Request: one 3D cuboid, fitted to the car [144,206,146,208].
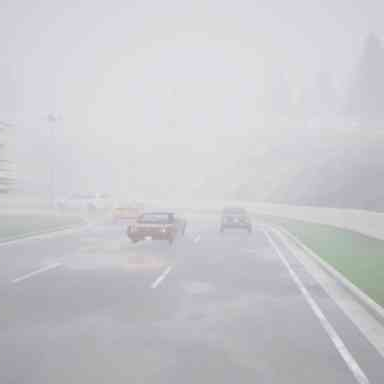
[{"bbox_3d":[-7.892,1.493,37.297,5.357,1.411,2.033,1,0,21],"label":"car"}]

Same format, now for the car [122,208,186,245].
[{"bbox_3d":[-1.467,1.598,15.760,1.895,1.301,4.718,1,0,8],"label":"car"}]

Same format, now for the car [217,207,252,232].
[{"bbox_3d":[2.555,1.593,20.316,2.033,1.411,5.357,1,0,4],"label":"car"}]

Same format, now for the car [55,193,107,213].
[{"bbox_3d":[-11.434,1.126,34.757,5.566,2.045,2.150,1,-1,12],"label":"car"}]

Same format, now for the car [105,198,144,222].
[{"bbox_3d":[-5.371,1.441,25.973,1.882,1.535,5.008,2,0,-19],"label":"car"}]
